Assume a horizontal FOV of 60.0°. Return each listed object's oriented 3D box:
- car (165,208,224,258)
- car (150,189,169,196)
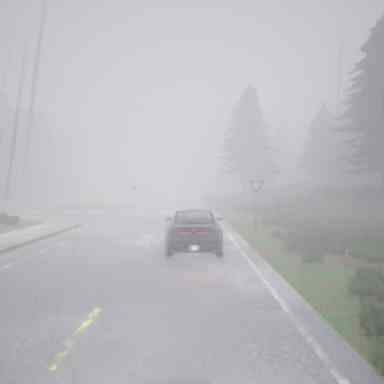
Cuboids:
[{"bbox_3d":[0.077,1.344,12.059,1.837,1.490,4.892,0,1,0],"label":"car"},{"bbox_3d":[-9.038,0.381,88.758,4.181,1.381,1.994,0,1,-1],"label":"car"}]
